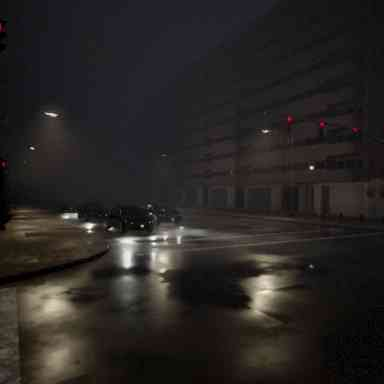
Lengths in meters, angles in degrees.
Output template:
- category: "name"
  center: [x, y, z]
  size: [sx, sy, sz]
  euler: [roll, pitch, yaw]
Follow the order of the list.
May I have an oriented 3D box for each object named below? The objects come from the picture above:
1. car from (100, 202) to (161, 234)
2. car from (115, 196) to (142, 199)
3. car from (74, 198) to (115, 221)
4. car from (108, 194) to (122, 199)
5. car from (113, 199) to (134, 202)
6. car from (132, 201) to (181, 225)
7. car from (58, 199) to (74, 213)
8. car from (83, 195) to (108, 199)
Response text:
- category: "car"
  center: [-3.838, 1.583, 19.995]
  size: [1.837, 1.490, 4.892]
  euler: [1, 0, -29]
- category: "car"
  center: [-10.426, 1.830, 53.844]
  size: [2.033, 1.411, 5.357]
  euler: [1, 0, -28]
- category: "car"
  center: [-8.382, 1.584, 28.207]
  size: [1.882, 1.535, 5.008]
  euler: [1, 0, -29]
- category: "car"
  center: [-15.413, 1.534, 62.742]
  size: [2.150, 2.045, 5.566]
  euler: [1, 0, -29]
- category: "car"
  center: [-6.795, 1.715, 32.584]
  size: [1.994, 1.385, 4.181]
  euler: [1, 0, -28]
- category: "car"
  center: [-2.489, 1.615, 24.796]
  size: [2.128, 1.511, 4.902]
  euler: [1, 0, -29]
- category: "car"
  center: [-14.873, 1.636, 39.920]
  size: [2.128, 1.511, 4.902]
  euler: [1, 0, -29]
- category: "car"
  center: [-13.221, 1.412, 44.192]
  size: [2.150, 2.045, 5.566]
  euler: [1, -1, -28]
